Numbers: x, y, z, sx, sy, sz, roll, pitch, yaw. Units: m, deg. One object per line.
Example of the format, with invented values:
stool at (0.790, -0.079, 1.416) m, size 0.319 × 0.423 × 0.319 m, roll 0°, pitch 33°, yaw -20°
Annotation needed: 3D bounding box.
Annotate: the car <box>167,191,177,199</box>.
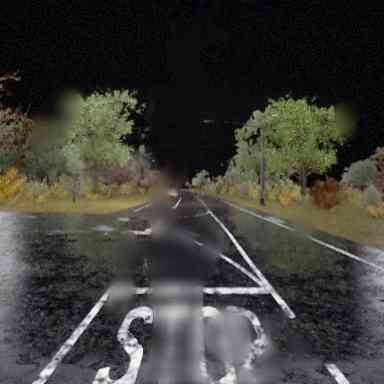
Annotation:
car at (-4.027, 0.513, 68.174) m, size 1.882 × 1.535 × 5.008 m, roll 0°, pitch 1°, yaw -1°
